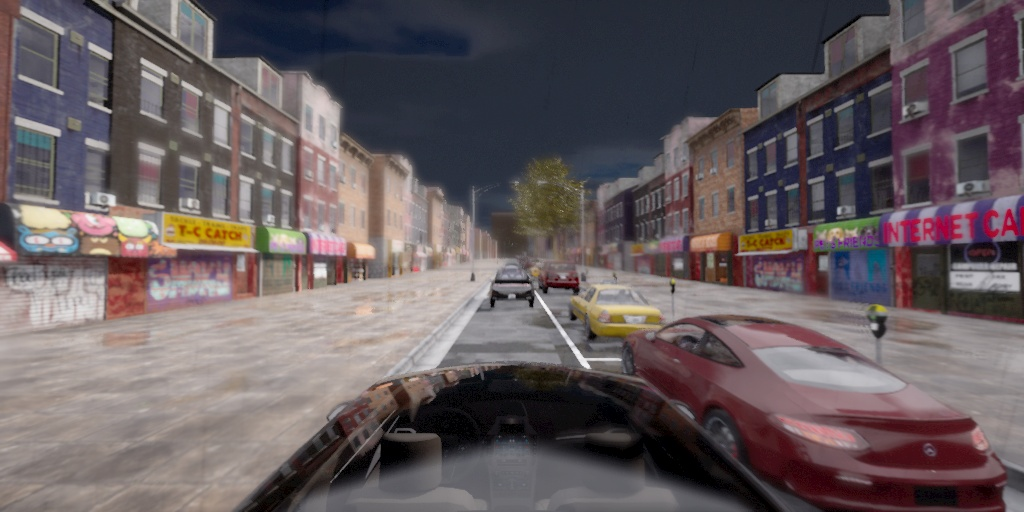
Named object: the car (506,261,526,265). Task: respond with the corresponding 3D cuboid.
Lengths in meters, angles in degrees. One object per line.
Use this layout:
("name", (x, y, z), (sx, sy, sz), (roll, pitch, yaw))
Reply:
("car", (0.000, 1.397, 31.218), (1.812, 1.442, 4.674), (0, 0, 0))

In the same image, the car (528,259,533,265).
("car", (2.744, 1.323, 33.831), (1.801, 1.575, 5.366), (0, 0, 0))

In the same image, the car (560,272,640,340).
("car", (2.638, 1.343, 10.035), (1.751, 1.417, 4.829), (0, 0, 0))

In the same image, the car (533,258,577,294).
("car", (2.636, 1.183, 20.989), (2.192, 1.841, 5.009), (0, 0, 0))

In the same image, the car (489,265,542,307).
("car", (0.002, 1.344, 16.140), (2.128, 1.511, 4.902), (0, 0, 0))

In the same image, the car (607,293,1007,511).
("car", (2.638, 1.357, 4.304), (1.802, 1.307, 4.207), (0, 0, 0))

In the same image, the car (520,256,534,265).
("car", (2.632, 1.135, 48.787), (2.192, 1.841, 5.009), (0, 0, 0))
